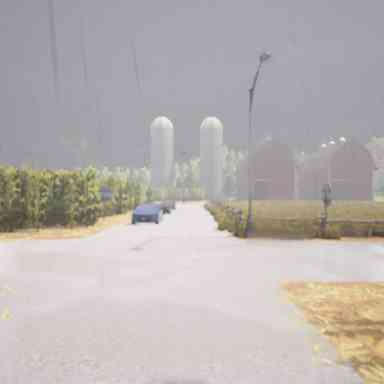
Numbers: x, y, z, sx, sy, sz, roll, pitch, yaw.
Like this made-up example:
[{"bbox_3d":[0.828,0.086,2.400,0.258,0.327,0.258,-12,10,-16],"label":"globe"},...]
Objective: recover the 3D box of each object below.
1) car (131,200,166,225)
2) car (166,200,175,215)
[{"bbox_3d":[-3.243,1.560,24.782,1.882,1.535,5.008,0,-1,0],"label":"car"},{"bbox_3d":[-3.261,1.796,36.881,1.895,1.301,4.718,0,-1,0],"label":"car"}]
